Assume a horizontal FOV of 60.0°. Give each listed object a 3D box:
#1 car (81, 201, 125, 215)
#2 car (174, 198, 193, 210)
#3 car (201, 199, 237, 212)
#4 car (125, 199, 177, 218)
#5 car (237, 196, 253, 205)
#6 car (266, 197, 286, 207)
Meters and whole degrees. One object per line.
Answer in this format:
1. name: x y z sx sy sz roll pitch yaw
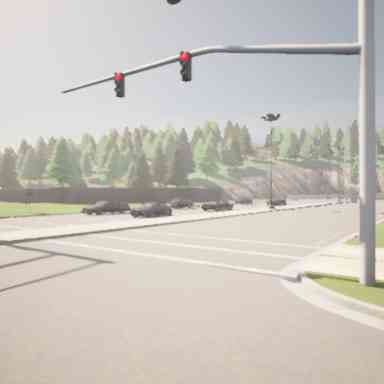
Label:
1. car: -9.002 1.628 35.186 2.033 1.411 5.357 0 0 36
2. car: -1.796 1.571 45.062 2.128 1.511 4.902 0 0 36
3. car: 3.071 1.661 39.868 1.895 1.301 4.718 0 0 36
4. car: -3.688 1.625 30.595 1.994 1.385 4.181 0 0 36
5. car: 9.316 1.588 60.175 1.837 1.490 4.892 0 -1 36
6. car: 13.807 1.537 54.490 1.882 1.535 5.008 0 0 37
